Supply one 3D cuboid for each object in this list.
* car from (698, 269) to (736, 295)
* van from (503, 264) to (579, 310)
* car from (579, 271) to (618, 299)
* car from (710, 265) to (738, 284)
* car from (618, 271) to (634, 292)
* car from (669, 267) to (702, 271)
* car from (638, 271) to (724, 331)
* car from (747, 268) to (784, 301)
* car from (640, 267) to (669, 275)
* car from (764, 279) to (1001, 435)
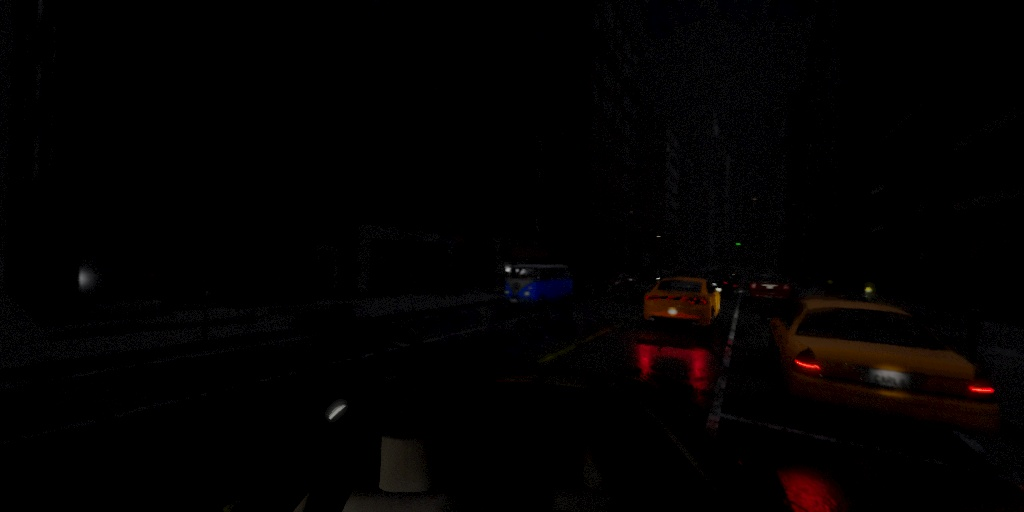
[{"bbox_3d":[13.824,1.830,24.333,1.994,1.385,4.181,1,-1,33],"label":"car"},{"bbox_3d":[1.213,1.252,15.601,1.690,1.789,3.998,0,0,33],"label":"van"},{"bbox_3d":[4.222,1.586,20.205,1.948,1.339,4.313,0,0,33],"label":"car"},{"bbox_3d":[22.839,1.951,38.301,2.097,1.767,4.553,1,-1,33],"label":"car"},{"bbox_3d":[7.233,1.712,24.809,1.802,1.307,4.207,0,0,33],"label":"car"},{"bbox_3d":[16.836,1.941,34.740,1.837,1.490,4.892,1,-1,33],"label":"car"},{"bbox_3d":[5.902,1.455,12.217,1.882,1.535,5.008,1,0,33],"label":"car"},{"bbox_3d":[14.366,1.677,20.142,1.967,1.591,4.097,0,0,33],"label":"car"},{"bbox_3d":[13.252,1.916,34.016,1.948,1.339,4.313,0,0,33],"label":"car"},{"bbox_3d":[5.523,1.366,6.064,1.801,1.575,5.366,1,-1,33],"label":"car"}]
